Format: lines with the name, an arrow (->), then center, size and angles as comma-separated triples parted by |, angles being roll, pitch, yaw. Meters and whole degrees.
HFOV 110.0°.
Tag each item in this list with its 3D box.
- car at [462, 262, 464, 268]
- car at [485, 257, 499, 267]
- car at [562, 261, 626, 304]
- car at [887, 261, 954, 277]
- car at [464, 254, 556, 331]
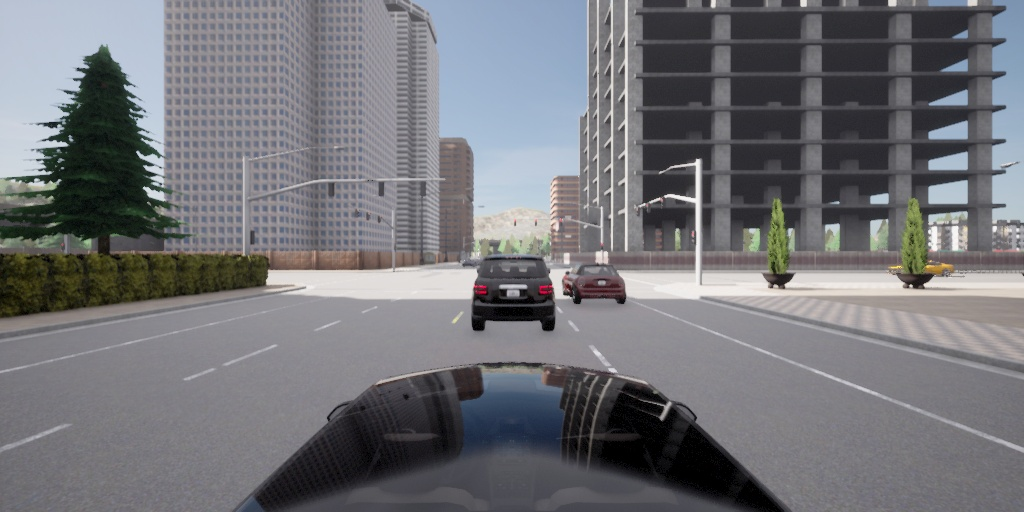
car -> -7.121, 1.305, 59.639 | 1.895, 1.301, 4.718 | 0, 0, 1
car -> -3.569, 1.054, 63.883 | 2.097, 1.767, 4.553 | 0, 0, 1
car -> 3.564, 1.091, 16.345 | 2.097, 1.767, 4.553 | 0, 0, 0
car -> 38.854, 1.202, 34.177 | 5.008, 1.535, 1.882 | 0, 0, 0
car -> 0.049, 0.964, 11.055 | 2.150, 2.045, 5.566 | 0, 0, 0
